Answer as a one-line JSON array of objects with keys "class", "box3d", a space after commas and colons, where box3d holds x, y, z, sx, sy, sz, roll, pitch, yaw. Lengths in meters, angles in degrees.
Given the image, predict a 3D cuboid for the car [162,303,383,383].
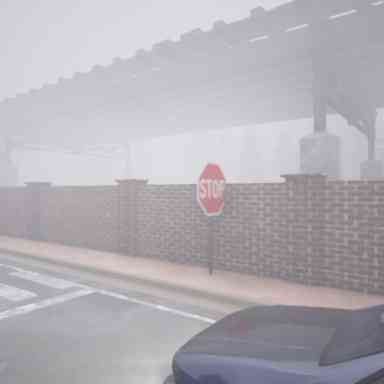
[{"class": "car", "box3d": [2.336, 1.548, 2.327, 5.357, 1.411, 2.033, 0, 0, 35]}]
